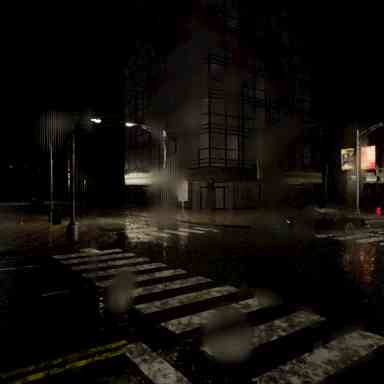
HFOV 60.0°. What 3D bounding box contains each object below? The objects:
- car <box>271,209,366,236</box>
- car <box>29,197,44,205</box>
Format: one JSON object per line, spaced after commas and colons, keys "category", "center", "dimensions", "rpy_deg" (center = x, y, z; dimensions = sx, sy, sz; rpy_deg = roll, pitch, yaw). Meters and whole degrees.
{"category": "car", "center": [6.755, 1.603, 17.965], "dimensions": [4.718, 1.301, 1.895], "rpy_deg": [0, 0, -14]}
{"category": "car", "center": [-28.699, 1.690, 61.445], "dimensions": [2.033, 1.411, 5.357], "rpy_deg": [0, 0, -36]}
